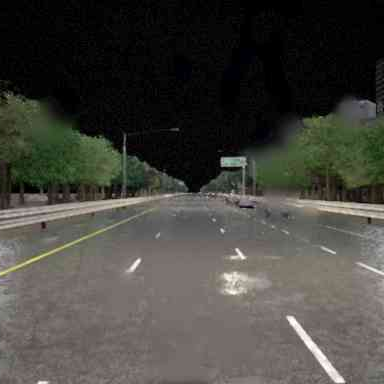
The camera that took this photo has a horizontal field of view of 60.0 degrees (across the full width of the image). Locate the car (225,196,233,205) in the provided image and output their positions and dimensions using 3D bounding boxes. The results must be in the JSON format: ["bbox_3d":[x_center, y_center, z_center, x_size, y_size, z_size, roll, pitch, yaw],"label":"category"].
[{"bbox_3d":[7.188,1.508,61.124,2.128,1.511,4.902,0,0,0],"label":"car"}]

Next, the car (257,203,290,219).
[{"bbox_3d":[7.040,1.612,29.372,1.895,1.301,4.718,0,0,0],"label":"car"}]

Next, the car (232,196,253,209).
[{"bbox_3d":[7.101,1.583,45.286,1.994,1.385,4.181,0,0,0],"label":"car"}]
